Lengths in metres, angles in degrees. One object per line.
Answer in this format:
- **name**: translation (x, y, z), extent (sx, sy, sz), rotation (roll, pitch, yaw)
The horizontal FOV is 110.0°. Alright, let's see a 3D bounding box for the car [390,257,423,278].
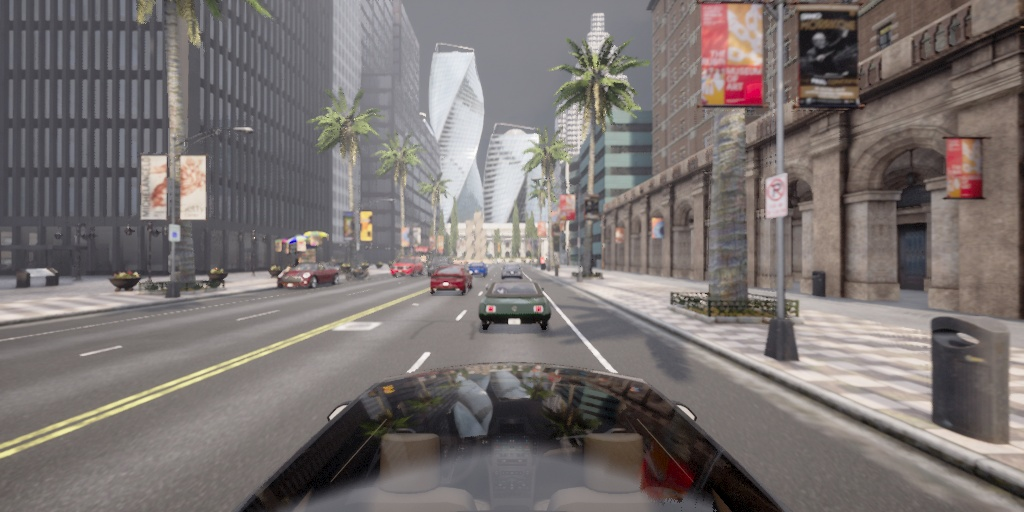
- **car**: translation (-10.781, 1.126, 37.191), extent (2.150, 2.045, 5.566), rotation (0, 0, -1)

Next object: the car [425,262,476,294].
- **car**: translation (-3.421, 1.311, 20.922), extent (1.882, 1.535, 5.008), rotation (0, 0, 0)

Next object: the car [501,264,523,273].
- **car**: translation (-0.027, 1.430, 32.065), extent (2.033, 1.411, 5.357), rotation (0, 0, -1)

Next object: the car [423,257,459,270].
- **car**: translation (-7.281, 1.127, 37.211), extent (2.150, 2.045, 5.566), rotation (0, 0, -1)

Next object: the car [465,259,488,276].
- **car**: translation (-3.596, 1.387, 38.269), extent (1.882, 1.535, 5.008), rotation (0, 0, -1)

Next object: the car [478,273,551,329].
- **car**: translation (0.087, 1.393, 11.370), extent (1.895, 1.301, 4.718), rotation (0, 0, 0)
